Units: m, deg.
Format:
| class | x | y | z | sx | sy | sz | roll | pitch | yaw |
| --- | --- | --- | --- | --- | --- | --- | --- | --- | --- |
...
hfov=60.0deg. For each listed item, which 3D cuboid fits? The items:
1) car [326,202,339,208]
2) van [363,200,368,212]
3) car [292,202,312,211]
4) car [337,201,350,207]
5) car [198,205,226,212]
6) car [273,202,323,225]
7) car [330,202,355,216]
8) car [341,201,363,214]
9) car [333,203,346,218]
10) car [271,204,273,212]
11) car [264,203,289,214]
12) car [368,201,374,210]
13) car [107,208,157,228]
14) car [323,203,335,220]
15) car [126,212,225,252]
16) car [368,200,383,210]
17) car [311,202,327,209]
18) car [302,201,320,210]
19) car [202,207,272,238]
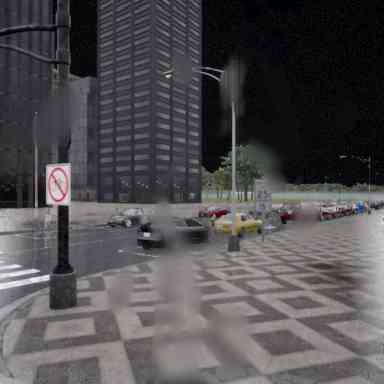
| class | x | y | z | sx | sy | sz | roll | pitch | yaw |
| --- | --- | --- | --- | --- | --- | --- | --- | --- | --- |
| car | 31.794 | 2.890 | 74.989 | 1.802 | 1.307 | 4.206 | -1 | -2 | 35 |
| van | 25.625 | 2.289 | 51.660 | 1.690 | 1.788 | 3.998 | -1 | -2 | 35 |
| car | 18.687 | 2.493 | 56.609 | 2.008 | 1.369 | 4.403 | -1 | -2 | 35 |
| car | 38.346 | 3.036 | 84.180 | 2.008 | 1.369 | 4.403 | -1 | -1 | 35 |
| car | 2.307 | 2.015 | 33.634 | 1.887 | 1.381 | 4.507 | -1 | -2 | 35 |
| car | 9.242 | 1.791 | 28.685 | 2.192 | 1.841 | 5.009 | -1 | -2 | 35 |
| car | 19.072 | 2.304 | 42.465 | 1.887 | 1.381 | 4.507 | -1 | -2 | 35 |
| car | 22.349 | 2.294 | 47.063 | 1.967 | 1.590 | 4.097 | -1 | -2 | 35 |
| car | 15.800 | 2.245 | 37.874 | 1.802 | 1.307 | 4.206 | -1 | -2 | 36 |
| car | 8.858 | 2.209 | 42.824 | 2.008 | 1.369 | 4.403 | -1 | -2 | 35 |
| car | 12.134 | 2.304 | 47.418 | 2.008 | 1.369 | 4.403 | -1 | -2 | 35 |
| car | 28.903 | 2.591 | 56.251 | 2.008 | 1.369 | 4.403 | -1 | -2 | 35 |
| car | -4.245 | 1.841 | 24.443 | 2.008 | 1.369 | 4.403 | -1 | -1 | 35 |
| car | 12.519 | 2.113 | 33.274 | 1.887 | 1.381 | 4.507 | -1 | -2 | 35 |
| car | -0.585 | 1.774 | 14.893 | 1.947 | 1.339 | 4.313 | -1 | -2 | 35 |
| car | 35.455 | 2.539 | 65.447 | 2.192 | 1.841 | 5.009 | -1 | -2 | 35 |
| car | 25.240 | 2.672 | 65.799 | 1.887 | 1.381 | 4.507 | -1 | -2 | 35 |
| car | 21.963 | 2.475 | 61.206 | 1.967 | 1.590 | 4.097 | -1 | -2 | 35 |
| car | 2.789 | 1.823 | 19.627 | 1.752 | 1.417 | 4.829 | -1 | -2 | 35 |
